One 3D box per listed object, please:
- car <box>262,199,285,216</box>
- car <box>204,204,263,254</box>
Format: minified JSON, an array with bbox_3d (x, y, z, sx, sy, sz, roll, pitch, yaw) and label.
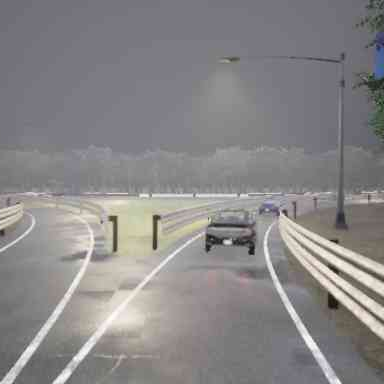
[{"bbox_3d":[7.569,1.338,30.956,1.812,1.442,4.674,0,1,27],"label":"car"},{"bbox_3d":[1.716,1.470,13.606,2.128,1.511,4.902,0,0,12],"label":"car"}]
